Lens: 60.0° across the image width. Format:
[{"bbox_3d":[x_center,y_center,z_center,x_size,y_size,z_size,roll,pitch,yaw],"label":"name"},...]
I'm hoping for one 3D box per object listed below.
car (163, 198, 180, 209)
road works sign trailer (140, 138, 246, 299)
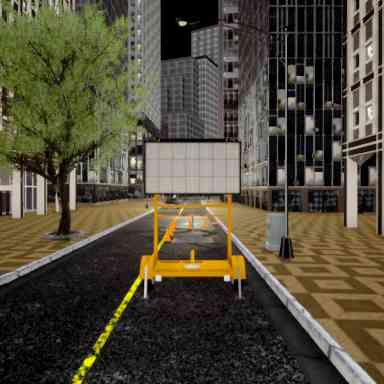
[{"bbox_3d":[-2.757,1.541,44.858,1.837,1.490,4.892,0,0,0],"label":"car"},{"bbox_3d":[0.017,0.463,8.403,2.380,3.560,2.880,0,0,0],"label":"road works sign trailer"}]
